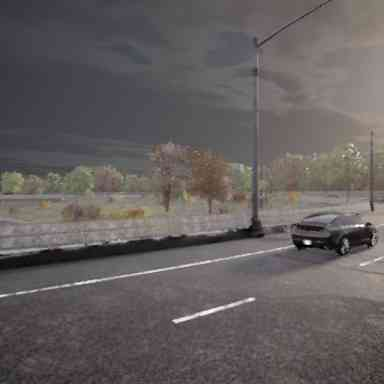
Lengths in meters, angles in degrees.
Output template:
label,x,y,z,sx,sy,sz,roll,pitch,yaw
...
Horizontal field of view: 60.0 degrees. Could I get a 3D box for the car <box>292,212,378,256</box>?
label,x,y,z,sx,sy,sz,roll,pitch,yaw
car,5.950,1.583,13.628,4.892,1.490,1.837,1,0,-42
